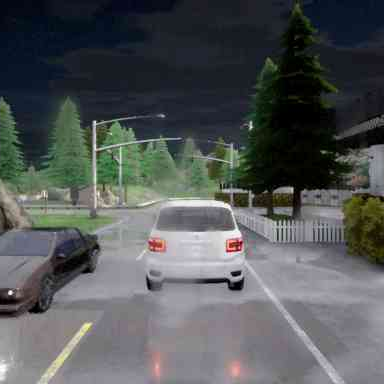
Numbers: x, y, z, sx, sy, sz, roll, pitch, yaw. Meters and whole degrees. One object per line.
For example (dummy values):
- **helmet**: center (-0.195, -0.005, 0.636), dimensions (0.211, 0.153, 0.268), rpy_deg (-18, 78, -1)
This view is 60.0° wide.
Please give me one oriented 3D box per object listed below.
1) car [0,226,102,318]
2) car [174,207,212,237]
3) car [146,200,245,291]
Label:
- **car**: center (-3.626, 1.547, 7.877), dimensions (2.033, 1.411, 5.357), rpy_deg (0, 0, 0)
- **car**: center (0.020, 1.601, 18.934), dimensions (1.895, 1.301, 4.718), rpy_deg (0, 0, 0)
- **car**: center (0.065, 1.221, 9.170), dimensions (2.150, 2.045, 5.566), rpy_deg (0, 0, 0)
